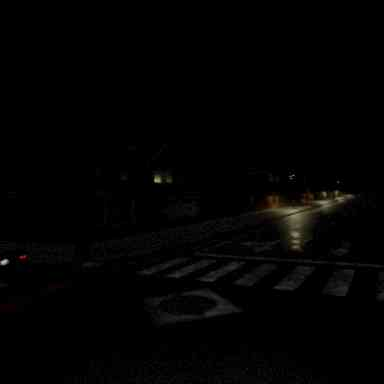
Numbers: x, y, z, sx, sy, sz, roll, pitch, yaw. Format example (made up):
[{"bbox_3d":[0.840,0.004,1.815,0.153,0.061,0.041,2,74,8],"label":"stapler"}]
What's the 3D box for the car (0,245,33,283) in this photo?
[{"bbox_3d":[-7.014,1.902,8.995,5.357,1.411,2.033,-3,0,17],"label":"car"}]
